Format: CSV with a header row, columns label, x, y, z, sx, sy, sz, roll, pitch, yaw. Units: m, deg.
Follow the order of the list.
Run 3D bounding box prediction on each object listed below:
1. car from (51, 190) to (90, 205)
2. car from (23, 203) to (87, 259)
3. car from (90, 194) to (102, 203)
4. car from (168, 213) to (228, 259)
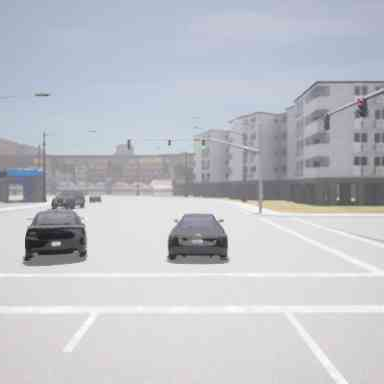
label,x,y,z,sx,sy,sz,roll,pitch,yaw
car,-13.450,0.852,36.519,2.150,2.045,5.566,0,1,0
car,-5.060,1.386,12.375,1.882,1.535,5.008,1,1,-22
car,-15.231,1.018,52.567,1.895,1.301,4.718,0,1,-17
car,0.248,1.468,12.226,1.994,1.385,4.181,0,1,2
